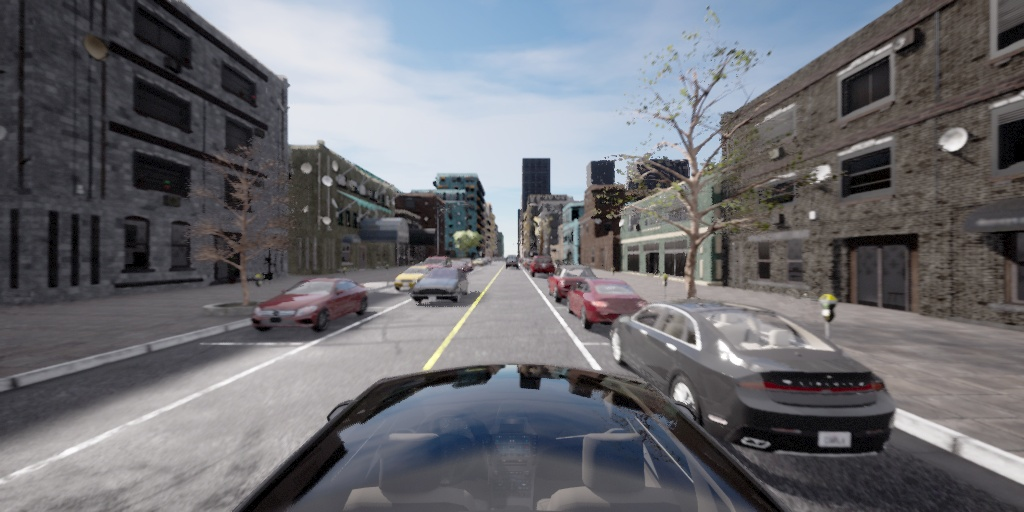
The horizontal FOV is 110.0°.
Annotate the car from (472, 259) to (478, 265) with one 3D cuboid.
[{"bbox_3d":[-5.684,1.033,43.915,1.967,1.591,4.097,0,0,0],"label":"car"}]

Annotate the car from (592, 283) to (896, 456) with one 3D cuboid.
[{"bbox_3d":[2.692,1.287,5.181,2.007,1.370,4.403,0,0,0],"label":"car"}]

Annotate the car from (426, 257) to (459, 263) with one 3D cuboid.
[{"bbox_3d":[-5.687,0.967,27.316,2.192,1.841,5.009,0,0,0],"label":"car"}]

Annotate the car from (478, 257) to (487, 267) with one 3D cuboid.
[{"bbox_3d":[-5.753,1.055,61.989,1.751,1.417,4.829,0,0,0],"label":"car"}]

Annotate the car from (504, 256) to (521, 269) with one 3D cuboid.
[{"bbox_3d":[0.005,1.074,50.781,1.837,1.490,4.892,0,0,0],"label":"car"}]

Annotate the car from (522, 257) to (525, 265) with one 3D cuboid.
[{"bbox_3d":[2.703,1.120,49.139,1.888,1.381,4.507,0,0,0],"label":"car"}]

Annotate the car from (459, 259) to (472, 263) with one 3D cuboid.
[{"bbox_3d":[-5.686,1.194,38.381,1.802,1.307,4.207,0,0,0],"label":"car"}]

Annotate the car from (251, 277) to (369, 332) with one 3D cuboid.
[{"bbox_3d":[-5.688,1.297,10.717,1.802,1.307,4.207,0,0,0],"label":"car"}]

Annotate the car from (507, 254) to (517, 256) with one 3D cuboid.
[{"bbox_3d":[0.006,0.752,61.230,2.150,2.045,5.566,0,0,0],"label":"car"}]

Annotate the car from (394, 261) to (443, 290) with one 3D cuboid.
[{"bbox_3d":[-5.687,1.198,21.612,1.751,1.417,4.829,0,0,0],"label":"car"}]

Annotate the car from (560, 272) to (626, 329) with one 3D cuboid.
[{"bbox_3d":[2.692,1.298,10.715,1.802,1.307,4.207,0,0,0],"label":"car"}]

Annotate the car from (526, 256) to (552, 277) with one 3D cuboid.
[{"bbox_3d":[2.695,0.947,32.846,2.192,1.841,5.009,0,0,0],"label":"car"}]

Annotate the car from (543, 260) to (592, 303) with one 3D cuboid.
[{"bbox_3d":[2.693,1.134,16.248,1.967,1.591,4.097,0,0,0],"label":"car"}]

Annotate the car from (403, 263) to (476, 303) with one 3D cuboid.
[{"bbox_3d":[-3.076,1.241,16.538,2.033,1.411,5.357,0,0,0],"label":"car"}]

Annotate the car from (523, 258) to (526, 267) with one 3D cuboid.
[{"bbox_3d":[2.695,1.159,43.912,1.948,1.339,4.313,0,0,0],"label":"car"}]
